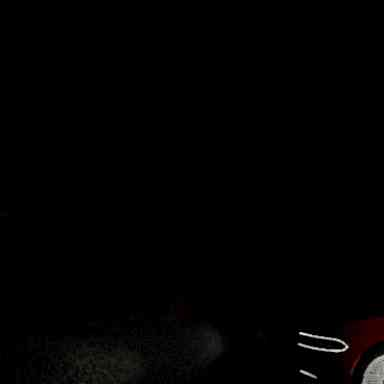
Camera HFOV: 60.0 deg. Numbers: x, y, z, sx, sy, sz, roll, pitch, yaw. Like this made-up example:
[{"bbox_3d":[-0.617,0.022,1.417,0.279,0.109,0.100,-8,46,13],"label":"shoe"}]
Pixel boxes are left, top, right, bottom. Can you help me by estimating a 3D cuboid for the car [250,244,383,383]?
[{"bbox_3d":[3.255,1.478,4.626,5.008,1.535,1.882,0,0,-15],"label":"car"}]
